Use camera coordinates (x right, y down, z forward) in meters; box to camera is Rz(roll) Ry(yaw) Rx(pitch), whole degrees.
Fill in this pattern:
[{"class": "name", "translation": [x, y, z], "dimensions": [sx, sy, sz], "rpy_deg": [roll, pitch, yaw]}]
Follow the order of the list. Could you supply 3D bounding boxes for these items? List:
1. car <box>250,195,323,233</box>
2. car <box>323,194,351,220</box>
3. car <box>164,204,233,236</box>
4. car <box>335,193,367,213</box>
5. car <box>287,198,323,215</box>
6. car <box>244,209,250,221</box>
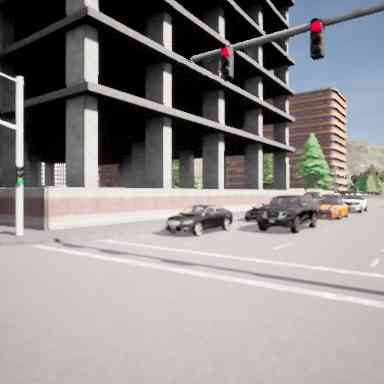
[{"class": "car", "translation": [5.792, 1.192, 19.788], "dimensions": [2.150, 2.045, 5.566], "rpy_deg": [0, 0, 35]}, {"class": "car", "translation": [11.686, 1.323, 28.104], "dimensions": [2.097, 1.767, 4.553], "rpy_deg": [0, 0, 35]}, {"class": "car", "translation": [0.482, 1.459, 18.368], "dimensions": [2.128, 1.511, 4.902], "rpy_deg": [0, 0, 36]}, {"class": "car", "translation": [17.779, 1.194, 36.676], "dimensions": [2.150, 2.045, 5.566], "rpy_deg": [0, 0, 36]}, {"class": "car", "translation": [11.681, 1.461, 34.146], "dimensions": [2.128, 1.511, 4.902], "rpy_deg": [0, 0, 35]}, {"class": "car", "translation": [5.639, 1.532, 25.632], "dimensions": [1.994, 1.385, 4.181], "rpy_deg": [0, 0, 35]}]
